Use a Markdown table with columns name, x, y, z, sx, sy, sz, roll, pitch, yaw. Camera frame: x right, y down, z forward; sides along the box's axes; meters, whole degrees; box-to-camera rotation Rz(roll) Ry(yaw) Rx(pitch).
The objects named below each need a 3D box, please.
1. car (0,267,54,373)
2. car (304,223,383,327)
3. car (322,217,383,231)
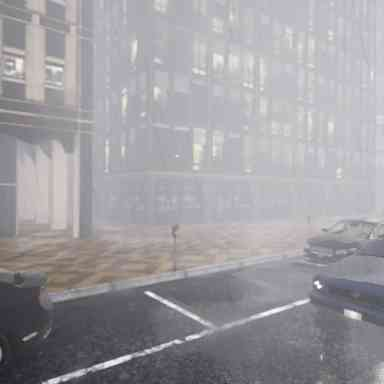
| name | x | y | z | sx | sy | sz | roll | pitch | yaw |
| --- | --- | --- | --- | --- | --- | --- | --- | --- | --- |
| car | -3.934 | 1.558 | 3.740 | 4.403 | 1.369 | 2.008 | 0 | 1 | -35 |
| car | 4.659 | 1.498 | 6.701 | 5.357 | 1.411 | 2.033 | 0 | 0 | -36 |
| car | 5.280 | 1.483 | 10.306 | 4.403 | 1.369 | 2.008 | 0 | 1 | -35 |
